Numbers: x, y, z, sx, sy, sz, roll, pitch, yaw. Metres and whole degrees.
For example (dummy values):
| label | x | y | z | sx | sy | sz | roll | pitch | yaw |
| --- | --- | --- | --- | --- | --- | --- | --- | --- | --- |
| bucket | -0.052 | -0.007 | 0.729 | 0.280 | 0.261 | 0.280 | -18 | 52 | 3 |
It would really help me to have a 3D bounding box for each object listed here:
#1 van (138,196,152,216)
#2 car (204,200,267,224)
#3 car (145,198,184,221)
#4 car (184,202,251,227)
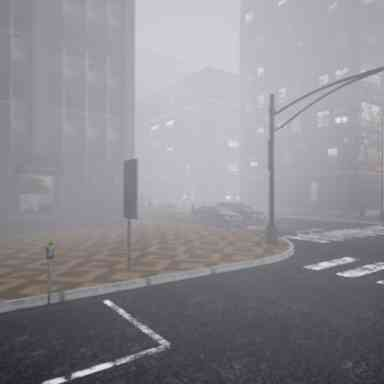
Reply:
| label | x | y | z | sx | sy | sz | roll | pitch | yaw |
| --- | --- | --- | --- | --- | --- | --- | --- | --- | --- |
| van | -5.030 | 1.281 | 31.344 | 1.690 | 1.788 | 3.998 | 1 | 0 | -36 |
| car | 3.252 | 1.477 | 24.217 | 1.837 | 1.490 | 4.892 | 0 | 0 | -35 |
| car | -1.632 | 1.475 | 26.601 | 1.752 | 1.417 | 4.829 | 1 | 0 | -36 |
| car | 1.567 | 1.542 | 22.137 | 1.802 | 1.307 | 4.206 | 1 | 0 | -36 |
